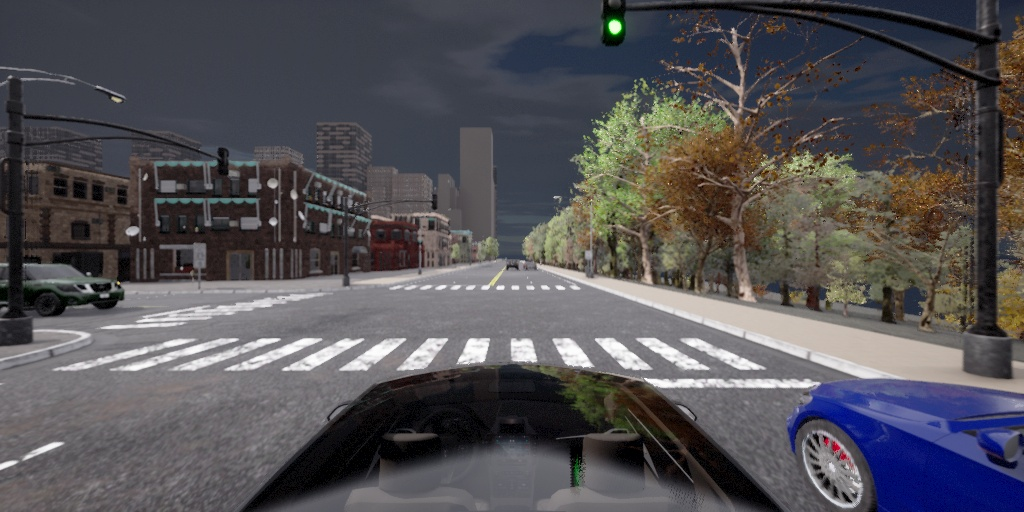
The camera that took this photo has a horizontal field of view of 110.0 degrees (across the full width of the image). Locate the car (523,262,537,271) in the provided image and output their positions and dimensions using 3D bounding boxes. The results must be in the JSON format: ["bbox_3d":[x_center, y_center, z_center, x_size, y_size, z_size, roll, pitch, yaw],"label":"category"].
[{"bbox_3d":[3.352,1.750,63.042,2.128,1.511,4.902,0,0,0],"label":"car"}]

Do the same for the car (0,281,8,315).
[{"bbox_3d":[-19.947,1.654,11.888,4.313,1.339,1.948,0,0,0],"label":"car"}]

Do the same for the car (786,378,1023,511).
[{"bbox_3d":[3.353,1.271,1.249,1.812,1.442,4.674,0,0,1],"label":"car"}]

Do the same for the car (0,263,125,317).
[{"bbox_3d":[-19.337,1.299,14.600,5.566,2.045,2.150,-1,0,0],"label":"car"}]

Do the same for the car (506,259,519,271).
[{"bbox_3d":[0.100,1.478,62.878,2.150,2.045,5.566,0,0,1],"label":"car"}]
